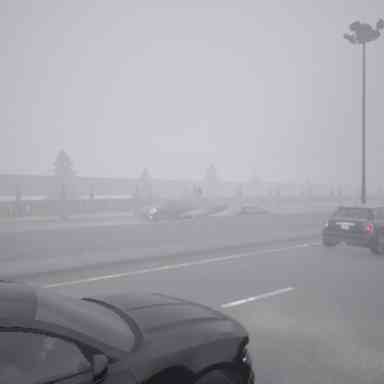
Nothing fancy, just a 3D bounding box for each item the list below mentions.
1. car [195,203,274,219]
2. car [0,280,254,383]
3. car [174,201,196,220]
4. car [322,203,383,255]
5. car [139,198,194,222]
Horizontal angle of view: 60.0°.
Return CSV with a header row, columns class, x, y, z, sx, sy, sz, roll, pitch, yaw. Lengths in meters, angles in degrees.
class,x,y,z,sx,sy,sz,roll,pitch,yaw
car,2.758,1.450,18.825,4.674,1.442,1.812,0,0,-35
car,-1.695,1.478,2.540,5.008,1.535,1.882,-1,0,-35
car,1.794,1.464,22.445,5.357,1.411,2.033,0,0,-35
car,7.236,1.275,13.185,4.553,1.767,2.097,0,0,-35
car,-1.564,1.277,24.350,4.553,1.767,2.097,-1,0,-35
